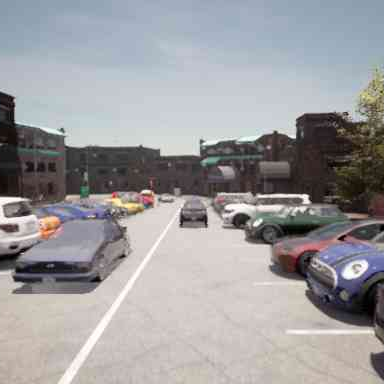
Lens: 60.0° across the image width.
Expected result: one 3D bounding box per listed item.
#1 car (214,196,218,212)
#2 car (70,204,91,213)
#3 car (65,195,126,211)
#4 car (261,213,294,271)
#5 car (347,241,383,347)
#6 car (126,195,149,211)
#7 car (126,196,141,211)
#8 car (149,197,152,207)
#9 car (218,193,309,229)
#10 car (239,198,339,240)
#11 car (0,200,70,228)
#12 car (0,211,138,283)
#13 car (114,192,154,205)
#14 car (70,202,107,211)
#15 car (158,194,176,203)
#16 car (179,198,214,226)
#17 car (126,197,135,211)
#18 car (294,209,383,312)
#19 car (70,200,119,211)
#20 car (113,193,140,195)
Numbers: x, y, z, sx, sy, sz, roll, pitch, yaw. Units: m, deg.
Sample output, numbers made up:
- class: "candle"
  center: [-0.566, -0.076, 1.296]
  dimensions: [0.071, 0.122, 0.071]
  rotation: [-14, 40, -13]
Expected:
- class: "car"
  center: [4.658, 1.397, 29.016]
  dimensions: [4.892, 1.521, 2.231]
  rotation: [0, 0, 0]
- class: "car"
  center: [-7.670, 1.474, 16.144]
  dimensions: [4.674, 1.452, 2.002]
  rotation: [0, 0, 0]
- class: "car"
  center: [-7.699, 1.283, 25.083]
  dimensions: [4.553, 1.767, 2.185]
  rotation: [0, 0, 0]
- class: "car"
  center: [4.624, 1.482, 9.338]
  dimensions: [4.792, 1.488, 2.163]
  rotation: [0, 0, 0]
- class: "car"
  center: [4.680, 1.498, 3.748]
  dimensions: [4.792, 1.488, 2.163]
  rotation: [0, 0, 0]
- class: "car"
  center: [-7.478, 1.381, 33.899]
  dimensions: [5.366, 1.575, 1.946]
  rotation: [0, 0, 0]
- class: "car"
  center: [-7.850, 1.389, 30.959]
  dimensions: [5.366, 1.575, 1.946]
  rotation: [0, 0, 0]
- class: "car"
  center: [-7.665, 1.340, 39.671]
  dimensions: [5.008, 1.535, 2.097]
  rotation: [0, 1, 0]
- class: "car"
  center: [4.631, 1.169, 20.509]
  dimensions: [5.566, 2.045, 2.435]
  rotation: [0, 0, 0]
- class: "car"
  center: [4.688, 1.311, 15.047]
  dimensions: [4.553, 1.767, 2.185]
  rotation: [0, 0, 0]
- class: "car"
  center: [-7.643, 1.317, 13.205]
  dimensions: [4.553, 1.767, 2.185]
  rotation: [0, 0, 0]
- class: "car"
  center: [-3.096, 1.519, 9.864]
  dimensions: [2.033, 1.411, 5.357]
  rotation: [0, 0, 0]
- class: "car"
  center: [-7.630, 1.033, 42.611]
  dimensions: [5.566, 2.045, 2.435]
  rotation: [0, 1, 0]
- class: "car"
  center: [-7.668, 1.466, 19.206]
  dimensions: [4.674, 1.452, 2.002]
  rotation: [0, 0, 0]
- class: "car"
  center: [-4.008, 1.040, 52.857]
  dimensions: [1.895, 1.301, 4.718]
  rotation: [-1, 3, -18]
- class: "car"
  center: [0.111, 1.427, 22.988]
  dimensions: [2.128, 1.511, 4.902]
  rotation: [0, 0, 0]
- class: "car"
  center: [-7.672, 1.402, 27.896]
  dimensions: [4.892, 1.521, 2.231]
  rotation: [0, 0, 0]
- class: "car"
  center: [4.684, 1.335, 6.541]
  dimensions: [4.553, 1.767, 2.185]
  rotation: [0, 0, 0]
- class: "car"
  center: [-7.698, 1.447, 22.145]
  dimensions: [4.792, 1.488, 2.163]
  rotation: [0, 0, 0]
- class: "car"
  center: [-7.631, 1.245, 36.840]
  dimensions: [4.553, 1.767, 2.185]
  rotation: [0, 0, 0]
